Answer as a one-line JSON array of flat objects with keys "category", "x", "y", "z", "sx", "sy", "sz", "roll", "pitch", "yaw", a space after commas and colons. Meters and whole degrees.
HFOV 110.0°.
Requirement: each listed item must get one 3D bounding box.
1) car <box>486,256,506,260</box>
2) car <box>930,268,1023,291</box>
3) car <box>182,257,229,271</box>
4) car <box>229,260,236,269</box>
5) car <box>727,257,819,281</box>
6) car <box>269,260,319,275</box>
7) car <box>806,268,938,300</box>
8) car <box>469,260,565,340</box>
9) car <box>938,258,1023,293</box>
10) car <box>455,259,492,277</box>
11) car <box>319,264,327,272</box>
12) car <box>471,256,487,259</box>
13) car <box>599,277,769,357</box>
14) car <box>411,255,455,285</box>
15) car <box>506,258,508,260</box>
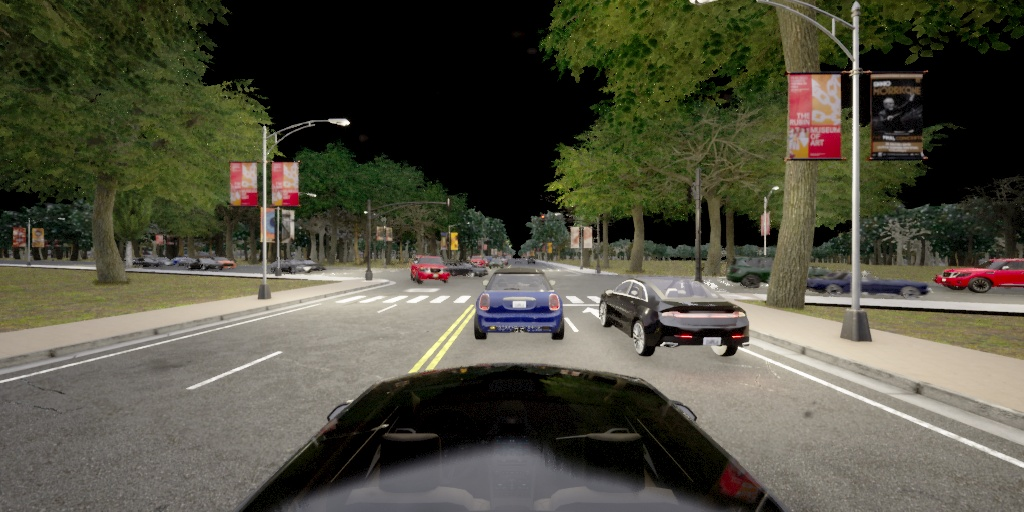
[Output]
[{"category": "car", "x": -2.401, "y": 1.108, "z": 55.881, "sx": 2.097, "sy": 1.767, "sz": 4.553, "roll": 0, "pitch": 0, "yaw": 1}, {"category": "car", "x": 31.481, "y": 1.537, "z": 23.674, "sx": 4.718, "sy": 1.301, "sz": 1.895, "roll": 0, "pitch": 0, "yaw": 24}, {"category": "car", "x": -37.154, "y": 1.042, "z": 43.394, "sx": 5.008, "sy": 1.535, "sz": 1.882, "roll": 0, "pitch": 0, "yaw": 24}, {"category": "car", "x": -39.026, "y": 0.900, "z": 47.801, "sx": 4.553, "sy": 1.767, "sz": 2.097, "roll": 0, "pitch": 0, "yaw": 24}, {"category": "car", "x": 16.906, "y": 1.086, "z": 22.835, "sx": 5.566, "sy": 2.045, "sz": 2.150, "roll": 0, "pitch": 0, "yaw": 24}, {"category": "car", "x": -22.787, "y": 1.133, "z": 36.976, "sx": 4.902, "sy": 1.511, "sz": 2.128, "roll": 0, "pitch": 0, "yaw": 24}, {"category": "car", "x": 18.185, "y": 1.482, "z": 18.707, "sx": 4.718, "sy": 1.301, "sz": 1.895, "roll": 0, "pitch": 0, "yaw": 24}, {"category": "car", "x": 0.191, "y": 1.102, "z": 10.136, "sx": 2.097, "sy": 1.767, "sz": 4.553, "roll": 0, "pitch": 0, "yaw": 1}, {"category": "car", "x": 29.307, "y": 1.153, "z": 21.077, "sx": 5.566, "sy": 2.045, "sz": 2.150, "roll": 0, "pitch": 0, "yaw": 25}, {"category": "car", "x": -4.497, "y": 1.240, "z": 32.379, "sx": 4.892, "sy": 1.490, "sz": 1.837, "roll": 0, "pitch": 0, "yaw": 24}, {"category": "car", "x": -23.694, "y": 1.176, "z": 40.941, "sx": 5.357, "sy": 1.411, "sz": 2.033, "roll": 0, "pitch": 0, "yaw": 24}, {"category": "car", "x": -5.630, "y": 0.978, "z": 57.948, "sx": 2.150, "sy": 2.045, "sz": 5.566, "roll": 0, "pitch": 0, "yaw": 1}, {"category": "car", "x": 3.428, "y": 1.241, "z": 8.548, "sx": 2.128, "sy": 1.511, "sz": 4.902, "roll": 0, "pitch": 0, "yaw": 0}, {"category": "car", "x": -6.220, "y": 0.967, "z": 26.947, "sx": 2.150, "sy": 2.045, "sz": 5.566, "roll": 2, "pitch": 0, "yaw": -23}, {"category": "car", "x": -2.210, "y": 1.359, "z": 64.872, "sx": 1.895, "sy": 1.301, "sz": 4.718, "roll": 0, "pitch": 0, "yaw": 1}]
